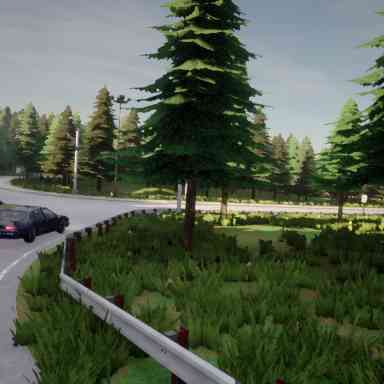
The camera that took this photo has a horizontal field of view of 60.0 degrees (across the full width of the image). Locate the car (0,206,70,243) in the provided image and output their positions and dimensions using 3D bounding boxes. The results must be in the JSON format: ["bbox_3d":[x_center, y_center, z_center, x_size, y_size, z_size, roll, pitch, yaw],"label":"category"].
[{"bbox_3d":[-7.588,1.371,15.525,2.033,1.411,5.357,4,1,3],"label":"car"}]
